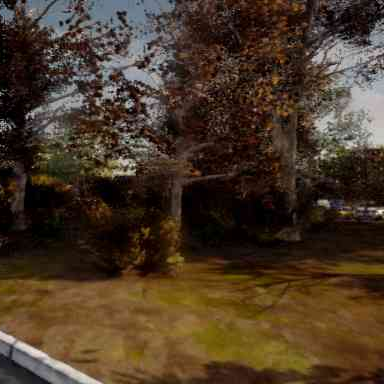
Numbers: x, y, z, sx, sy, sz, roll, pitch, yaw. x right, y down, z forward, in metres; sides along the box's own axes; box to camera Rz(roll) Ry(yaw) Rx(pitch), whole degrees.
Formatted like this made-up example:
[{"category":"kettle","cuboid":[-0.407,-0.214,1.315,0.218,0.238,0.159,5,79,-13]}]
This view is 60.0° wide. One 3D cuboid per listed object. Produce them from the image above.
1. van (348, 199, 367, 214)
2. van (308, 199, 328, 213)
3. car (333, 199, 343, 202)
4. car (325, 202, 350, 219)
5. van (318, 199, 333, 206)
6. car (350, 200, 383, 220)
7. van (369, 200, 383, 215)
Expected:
[{"category":"van","cuboid":[24.555,2.145,49.321,1.878,1.987,4.442,0,0,36]},{"category":"van","cuboid":[20.006,2.173,52.595,1.878,1.987,4.442,0,0,36]},{"category":"car","cuboid":[22.363,2.134,51.077,2.435,2.045,5.566,0,0,36]},{"category":"car","cuboid":[17.309,2.330,38.335,1.946,1.575,5.366,0,0,36]},{"category":"van","cuboid":[15.097,2.121,40.013,1.878,1.987,4.442,0,0,36]},{"category":"car","cuboid":[19.653,2.068,36.842,2.435,2.045,5.566,0,0,36]},{"category":"van","cuboid":[26.830,2.131,47.684,1.878,1.987,4.442,0,0,36]}]
